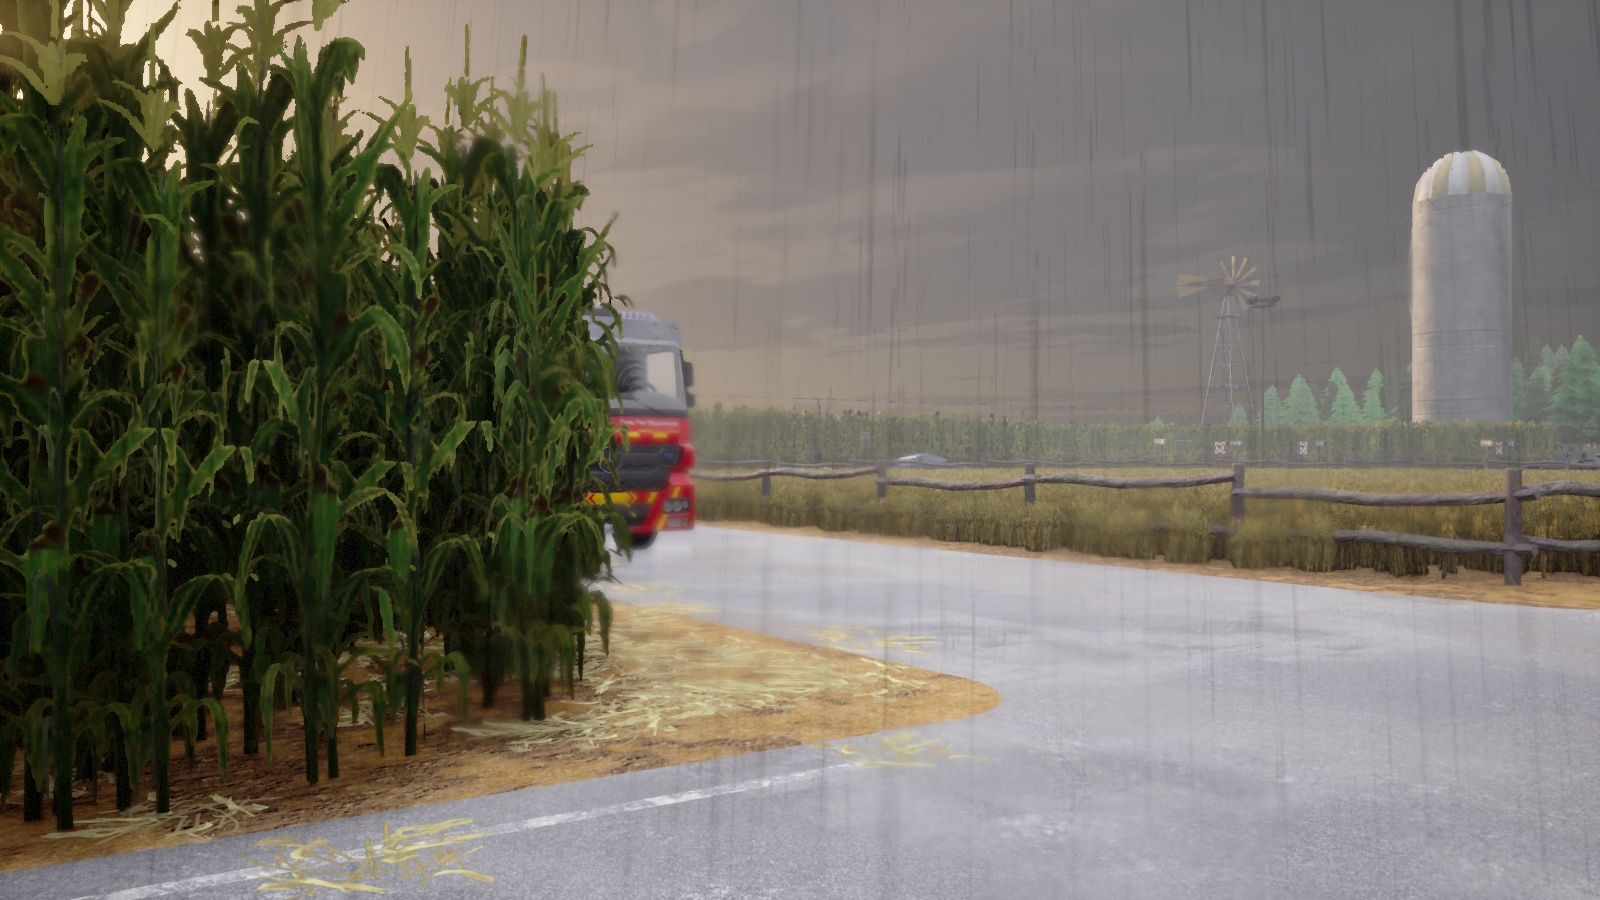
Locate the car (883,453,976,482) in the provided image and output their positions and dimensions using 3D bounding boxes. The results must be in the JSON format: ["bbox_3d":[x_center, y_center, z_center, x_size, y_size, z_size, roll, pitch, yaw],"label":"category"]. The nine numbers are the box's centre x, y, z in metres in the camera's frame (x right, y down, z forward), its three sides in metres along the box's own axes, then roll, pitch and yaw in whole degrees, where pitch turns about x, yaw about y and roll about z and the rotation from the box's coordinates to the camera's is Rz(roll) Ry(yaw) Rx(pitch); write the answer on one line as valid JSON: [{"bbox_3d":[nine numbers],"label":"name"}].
[{"bbox_3d":[6.661,0.876,64.287,4.674,1.442,1.812,0,0,-34],"label":"car"}]

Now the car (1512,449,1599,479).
[{"bbox_3d":[42.763,0.755,70.064,2.033,1.649,4.856,0,0,-38],"label":"car"}]

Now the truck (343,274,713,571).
[{"bbox_3d":[-4.842,-0.364,20.512,2.891,3.827,8.468,0,0,-35],"label":"truck"}]
